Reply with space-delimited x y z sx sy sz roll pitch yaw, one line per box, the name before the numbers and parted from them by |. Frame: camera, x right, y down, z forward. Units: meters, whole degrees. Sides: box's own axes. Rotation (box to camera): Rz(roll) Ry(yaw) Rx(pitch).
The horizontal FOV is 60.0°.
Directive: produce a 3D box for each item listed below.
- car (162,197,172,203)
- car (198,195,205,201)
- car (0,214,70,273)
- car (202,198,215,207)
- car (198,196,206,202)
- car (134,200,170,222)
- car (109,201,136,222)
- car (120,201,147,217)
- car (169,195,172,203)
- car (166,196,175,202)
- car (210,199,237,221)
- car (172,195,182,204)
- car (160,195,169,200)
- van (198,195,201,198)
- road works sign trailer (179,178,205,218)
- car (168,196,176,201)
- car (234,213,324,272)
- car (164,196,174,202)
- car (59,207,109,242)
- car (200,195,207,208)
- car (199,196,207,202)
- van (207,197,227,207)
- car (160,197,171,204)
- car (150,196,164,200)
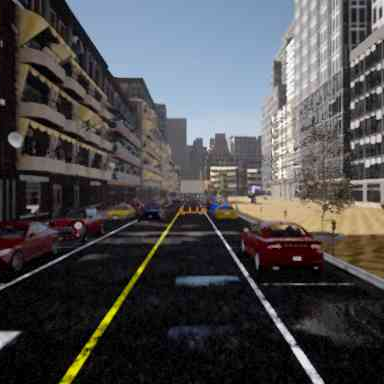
car | -5.694 1.797 77.043 2.008 1.369 4.403 0 0 0
car | 2.686 1.757 93.622 1.967 1.590 4.097 0 0 0
car | -5.695 1.609 10.724 1.802 1.307 4.206 0 0 0
car | 2.686 1.688 55.106 1.752 1.417 4.829 0 0 0
car | 2.687 1.858 88.095 1.947 1.339 4.313 0 0 0
car | -3.096 1.632 26.646 1.994 1.385 4.181 0 0 0
car | -5.694 1.596 27.133 1.752 1.417 4.829 0 0 0
car | -5.694 1.632 32.829 1.887 1.381 4.507 0 0 0
car | -5.696 1.518 65.990 2.192 1.841 5.009 0 0 0
car | -5.694 1.858 88.095 1.947 1.339 4.313 0 0 0
car | 2.686 1.596 27.473 1.752 1.417 4.829 0 0 0
car | -3.002 1.800 67.722 1.895 1.301 4.718 0 0 0
car | -5.695 1.707 60.294 1.752 1.417 4.829 0 0 0
van | 2.685 1.587 77.043 1.690 1.788 3.998 0 0 0
road works sign trailer | 0.000 0.545 30.830 2.380 3.560 2.880 0 0 0
car | -5.694 1.862 93.622 1.887 1.381 4.507 0 0 0
car | 2.685 1.571 10.723 1.887 1.381 4.507 0 0 0
car | -5.694 1.709 82.569 1.967 1.590 4.097 0 0 0
car | -5.696 1.481 16.250 1.967 1.590 4.097 0 0 0
car | 2.685 1.582 49.409 1.967 1.590 4.097 0 0 0
car | 2.686 1.794 82.738 1.752 1.417 4.829 0 0 0
van | 2.685 1.428 32.829 1.690 1.788 3.998 0 0 0
car | -5.693 1.774 71.516 2.008 1.369 4.403 0 0 0
car | -5.694 1.687 49.410 1.887 1.381 4.507 0 0 0
